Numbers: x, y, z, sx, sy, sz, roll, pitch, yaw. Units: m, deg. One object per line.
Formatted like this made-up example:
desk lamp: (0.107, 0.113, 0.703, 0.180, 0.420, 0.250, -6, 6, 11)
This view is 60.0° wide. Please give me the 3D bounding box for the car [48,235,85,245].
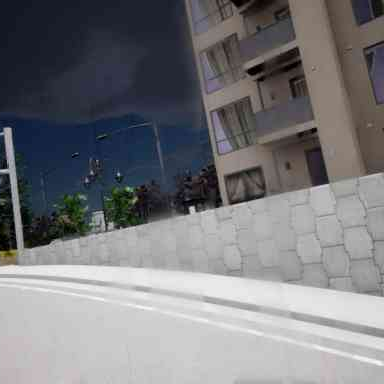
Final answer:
car: (-12.945, 5.521, 33.223, 2.150, 2.045, 5.566, -15, -9, 35)
